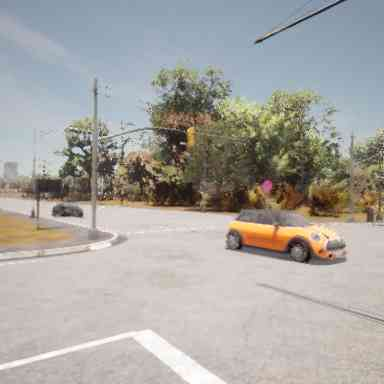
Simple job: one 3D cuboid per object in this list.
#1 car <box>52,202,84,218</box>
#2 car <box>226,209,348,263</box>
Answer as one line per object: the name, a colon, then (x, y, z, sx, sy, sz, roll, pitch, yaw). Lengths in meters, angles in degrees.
car: (-11.957, 1.672, 32.040, 1.994, 1.385, 4.181, 1, -1, -39)
car: (3.485, 1.488, 12.816, 2.097, 1.767, 4.553, 1, -1, -39)
